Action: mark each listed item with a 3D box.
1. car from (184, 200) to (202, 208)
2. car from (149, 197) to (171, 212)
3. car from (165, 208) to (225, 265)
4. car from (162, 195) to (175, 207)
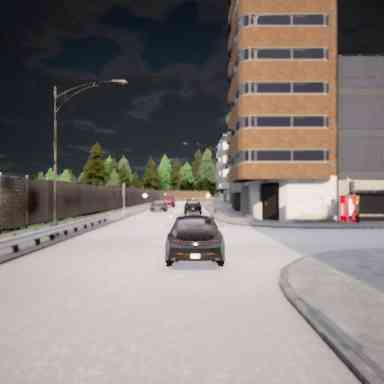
[{"bbox_3d":[0.104,1.660,38.659,1.882,1.535,5.008,0,0,0],"label":"car"},{"bbox_3d":[-4.072,1.722,41.625,1.812,1.442,4.674,0,0,0],"label":"car"},{"bbox_3d":[0.096,1.563,11.847,1.837,1.490,4.892,0,0,0],"label":"car"},{"bbox_3d":[-4.028,1.482,55.524,2.150,2.045,5.566,0,0,0],"label":"car"}]
